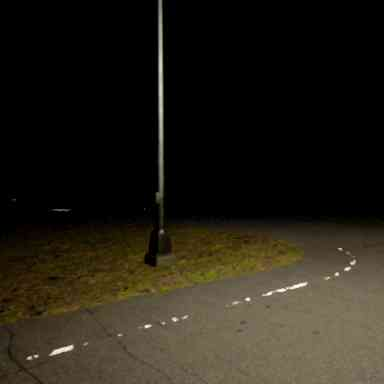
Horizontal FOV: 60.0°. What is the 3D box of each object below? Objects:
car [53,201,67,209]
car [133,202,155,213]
[{"bbox_3d":[-24.459,2.456,61.512,2.128,1.511,4.902,2,-2,-30],"label":"car"},{"bbox_3d":[-6.867,2.207,48.037,1.882,1.535,5.008,2,-2,-36],"label":"car"}]
